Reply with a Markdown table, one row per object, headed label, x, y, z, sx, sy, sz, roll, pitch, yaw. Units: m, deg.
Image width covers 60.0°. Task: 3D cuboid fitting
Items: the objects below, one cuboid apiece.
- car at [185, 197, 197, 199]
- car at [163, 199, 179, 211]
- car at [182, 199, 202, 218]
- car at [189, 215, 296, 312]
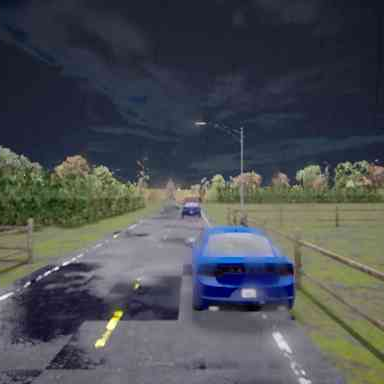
| label | x | y | z | sx | sy | sz | roll | pitch | yaw |
| --- | --- | --- | --- | --- | --- | --- | --- | --- | --- |
| car | -0.124 | 1.624 | 44.406 | 2.150 | 2.045 | 5.566 | 0 | 0 | 0 |
| car | -2.887 | 1.779 | 47.351 | 2.097 | 1.767 | 4.553 | 0 | 0 | 0 |
| car | -0.031 | 1.793 | 33.973 | 1.882 | 1.535 | 5.008 | 0 | 0 | 0 |
| car | 0.942 | 1.556 | 8.000 | 1.882 | 1.535 | 5.008 | 0 | -1 | 0 |
